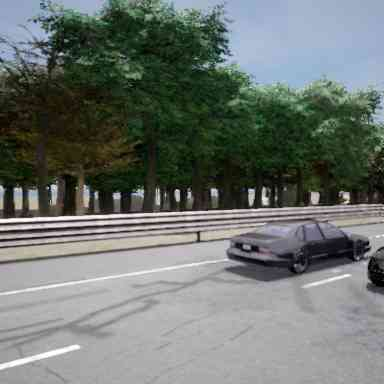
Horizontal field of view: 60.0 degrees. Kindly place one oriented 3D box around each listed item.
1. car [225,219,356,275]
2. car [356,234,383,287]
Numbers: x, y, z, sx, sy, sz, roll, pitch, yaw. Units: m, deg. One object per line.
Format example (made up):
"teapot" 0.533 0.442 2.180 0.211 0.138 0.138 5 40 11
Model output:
"car" 3.554 1.566 10.593 5.357 1.411 2.033 0 0 -35
"car" 6.163 1.585 8.158 4.181 1.385 1.994 0 0 -35
